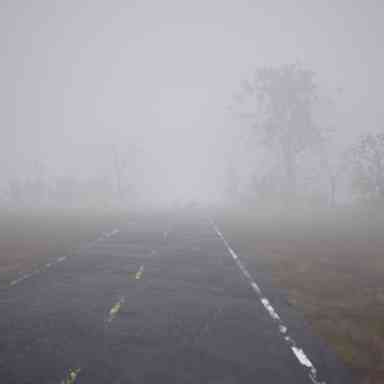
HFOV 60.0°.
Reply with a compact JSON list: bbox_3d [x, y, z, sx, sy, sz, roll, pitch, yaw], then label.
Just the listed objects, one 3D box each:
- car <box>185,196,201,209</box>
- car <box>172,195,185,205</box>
[{"bbox_3d":[0.189,1.723,49.582,1.812,1.442,4.674,0,0,0],"label":"car"},{"bbox_3d":[-2.883,1.737,65.123,1.882,1.535,5.008,0,0,1],"label":"car"}]
